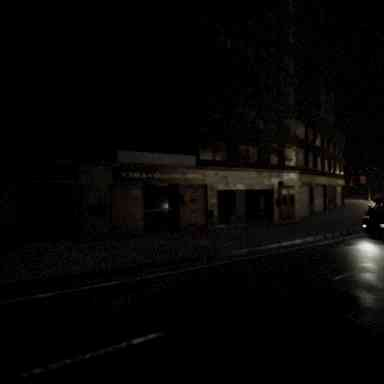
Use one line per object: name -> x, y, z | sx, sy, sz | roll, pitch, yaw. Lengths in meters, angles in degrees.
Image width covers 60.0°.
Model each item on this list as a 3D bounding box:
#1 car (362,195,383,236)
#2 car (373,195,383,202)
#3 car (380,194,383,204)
car -> 11.101, 1.268, 18.029 | 2.150, 2.045, 5.566 | 0, 0, 43
car -> 43.445, 1.493, 77.492 | 1.837, 1.490, 4.892 | -1, 0, 23
car -> 37.457, 1.364, 63.668 | 2.097, 1.767, 4.553 | -1, 0, 23
